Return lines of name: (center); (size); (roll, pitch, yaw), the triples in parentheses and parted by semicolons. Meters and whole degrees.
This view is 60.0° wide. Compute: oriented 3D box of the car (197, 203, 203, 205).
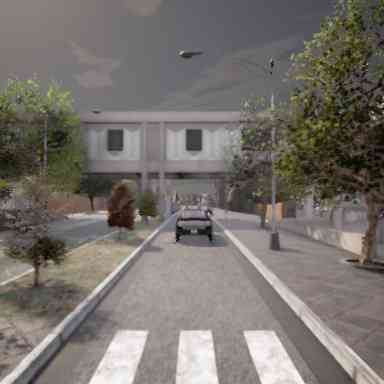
car: (0.101, 2.108, 36.048); (1.895, 1.301, 4.718); (0, -2, 0)

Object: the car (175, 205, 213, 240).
car: (0.104, 1.638, 17.752); (2.128, 1.511, 4.902); (0, -1, 0)
